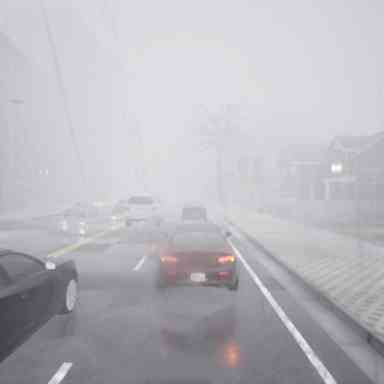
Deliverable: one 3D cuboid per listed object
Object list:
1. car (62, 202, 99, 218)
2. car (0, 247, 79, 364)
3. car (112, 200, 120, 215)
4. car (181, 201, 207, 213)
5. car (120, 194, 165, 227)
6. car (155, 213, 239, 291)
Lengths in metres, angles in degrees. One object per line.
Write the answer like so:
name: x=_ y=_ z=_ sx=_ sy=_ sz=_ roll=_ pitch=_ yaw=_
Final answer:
car: x=-9.774 y=1.541 z=29.431 sx=1.895 sy=1.301 sz=4.718 roll=0 pitch=0 yaw=0
car: x=-3.141 y=1.470 z=4.519 sx=1.882 sy=1.535 sz=5.008 roll=0 pitch=0 yaw=0
car: x=-6.512 y=1.437 z=32.725 sx=1.837 sy=1.490 sz=4.892 roll=0 pitch=0 yaw=0
car: x=0.166 y=1.426 z=25.834 sx=1.882 sy=1.535 sz=5.008 roll=0 pitch=0 yaw=0
car: x=-3.091 y=1.177 z=22.615 sx=2.150 sy=2.045 sz=5.566 roll=0 pitch=0 yaw=0
car: x=0.122 y=1.509 z=8.854 sx=1.812 sy=1.442 sz=4.674 roll=0 pitch=0 yaw=0
